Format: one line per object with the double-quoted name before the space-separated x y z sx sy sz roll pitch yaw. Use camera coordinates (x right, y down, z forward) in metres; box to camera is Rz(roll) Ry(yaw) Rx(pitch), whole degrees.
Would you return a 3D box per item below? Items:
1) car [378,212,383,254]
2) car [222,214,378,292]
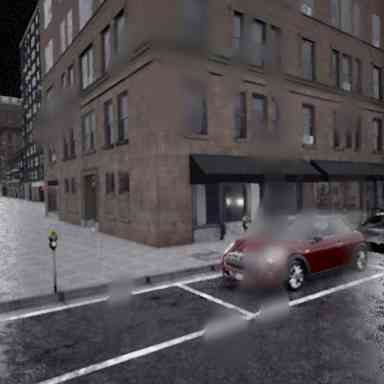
"car" 7.179 1.407 11.814 4.313 1.339 1.947 -1 0 -36
"car" 2.701 1.351 8.608 4.097 1.590 1.967 -1 0 -36
